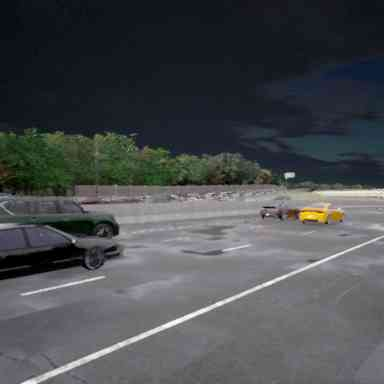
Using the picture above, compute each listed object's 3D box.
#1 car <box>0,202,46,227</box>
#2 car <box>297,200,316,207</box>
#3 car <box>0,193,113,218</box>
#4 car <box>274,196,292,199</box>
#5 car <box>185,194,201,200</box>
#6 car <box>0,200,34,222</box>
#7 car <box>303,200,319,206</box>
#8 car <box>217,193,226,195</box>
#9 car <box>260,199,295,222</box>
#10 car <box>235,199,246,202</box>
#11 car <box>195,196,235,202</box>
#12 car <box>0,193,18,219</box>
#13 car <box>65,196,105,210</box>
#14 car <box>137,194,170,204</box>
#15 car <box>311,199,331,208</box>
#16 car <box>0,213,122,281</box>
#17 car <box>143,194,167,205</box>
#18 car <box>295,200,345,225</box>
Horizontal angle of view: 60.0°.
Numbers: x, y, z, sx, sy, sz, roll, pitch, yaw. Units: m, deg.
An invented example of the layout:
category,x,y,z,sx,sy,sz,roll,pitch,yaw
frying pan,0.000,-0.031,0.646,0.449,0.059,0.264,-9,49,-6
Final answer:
category,x,y,z,sx,sy,sz,roll,pitch,yaw
car,-12.157,1.445,21.483,1.812,1.442,4.674,0,0,41
car,22.887,2.299,66.339,1.895,1.301,4.718,0,-1,41
car,-5.497,1.179,12.859,2.150,2.045,5.566,0,0,41
car,15.768,1.688,58.276,2.150,2.045,5.566,0,-1,42
car,0.331,1.131,71.844,1.882,1.535,5.008,1,1,27
car,-14.430,1.399,24.195,2.128,1.511,4.902,0,0,41
car,27.644,2.538,77.020,1.994,1.385,4.181,0,-1,41
car,7.580,0.883,85.562,1.812,1.442,4.674,1,2,29
car,7.473,1.579,27.557,2.128,1.511,4.902,0,0,41
car,7.609,1.845,54.389,2.033,1.411,5.357,0,-1,42
car,3.065,1.634,43.988,2.128,1.511,4.902,0,-1,42
car,-17.186,1.114,26.361,2.150,2.045,5.566,0,0,41
car,-13.725,1.393,42.956,1.882,1.535,5.008,1,0,27
car,-4.713,1.384,40.486,2.097,1.767,4.553,0,-1,42
car,24.474,2.158,62.858,1.882,1.535,5.008,0,-1,42
car,-4.499,1.513,8.706,2.033,1.411,5.357,0,0,41
car,-6.423,1.190,58.097,2.097,1.767,4.553,1,1,26
car,9.887,1.576,25.004,1.882,1.535,5.008,0,0,41
